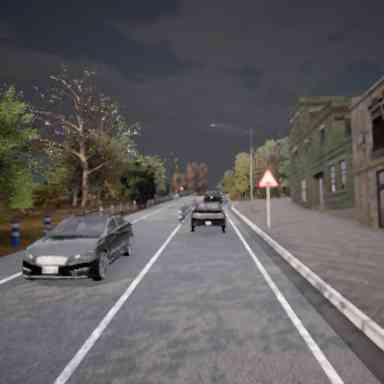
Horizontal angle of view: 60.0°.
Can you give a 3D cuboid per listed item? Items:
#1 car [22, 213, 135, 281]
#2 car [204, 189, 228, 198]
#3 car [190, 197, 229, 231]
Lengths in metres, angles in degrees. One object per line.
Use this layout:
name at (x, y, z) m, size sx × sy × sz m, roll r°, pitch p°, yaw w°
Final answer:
car at (-2.992, 1.403, 9.725) m, size 2.128 × 1.511 × 4.902 m, roll 0°, pitch 1°, yaw 3°
car at (3.102, 0.642, 42.298) m, size 2.150 × 2.045 × 5.566 m, roll -2°, pitch 1°, yaw 17°
car at (0.923, 1.286, 18.846) m, size 2.128 × 1.511 × 4.902 m, roll 0°, pitch 1°, yaw 3°
